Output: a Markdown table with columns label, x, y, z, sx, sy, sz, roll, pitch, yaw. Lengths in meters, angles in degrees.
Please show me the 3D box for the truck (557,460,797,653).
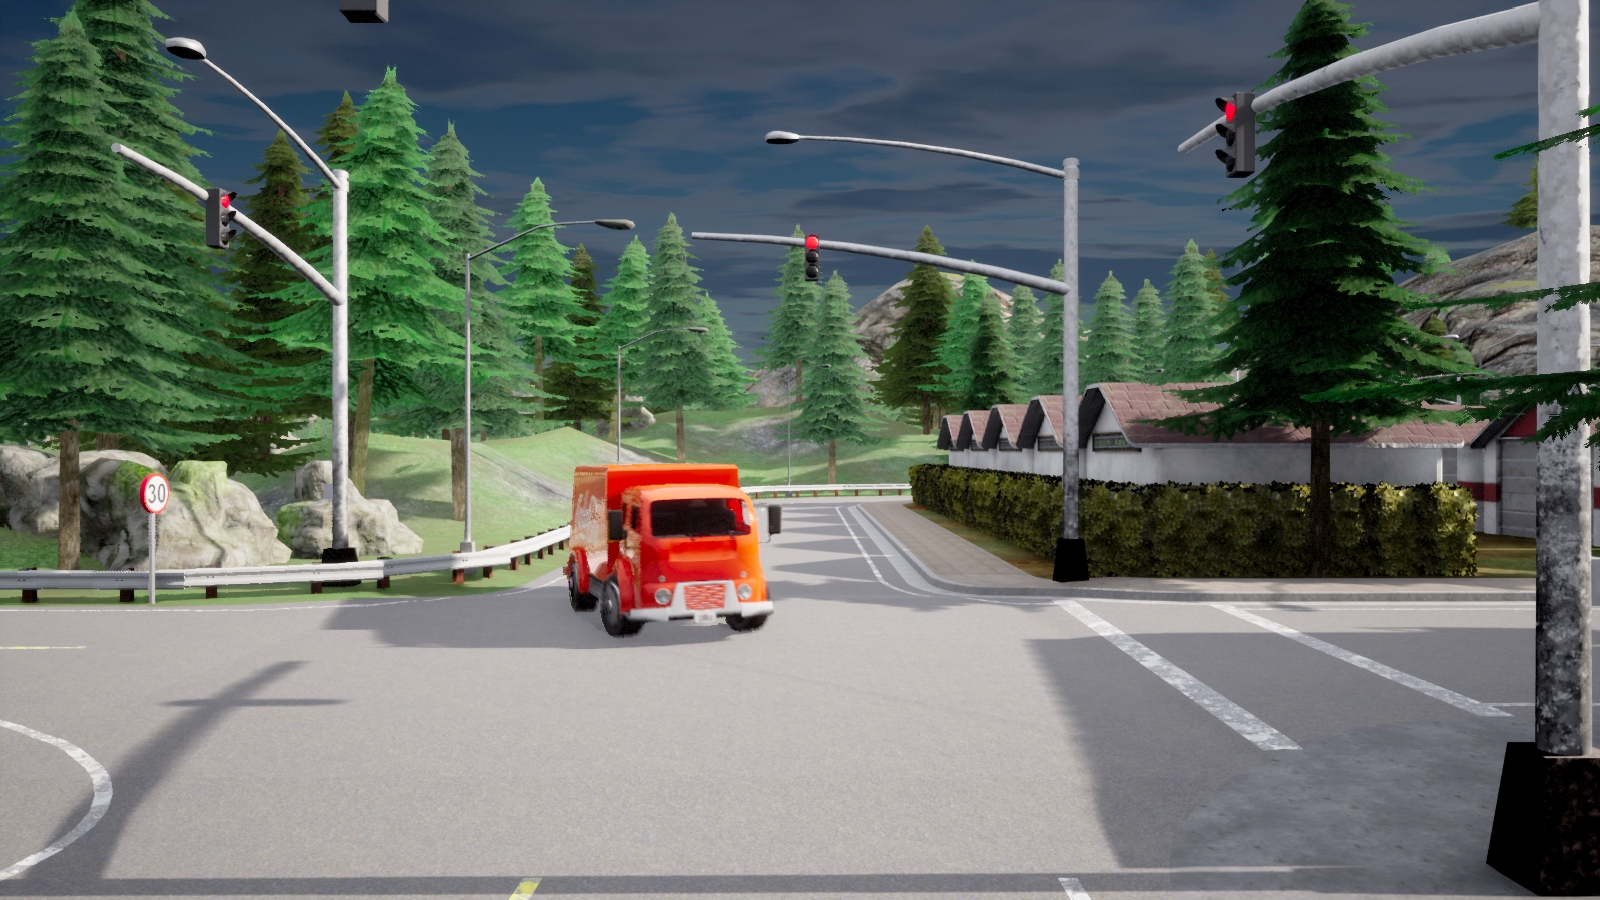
| label | x | y | z | sx | sy | sz | roll | pitch | yaw |
| --- | --- | --- | --- | --- | --- | --- | --- | --- | --- |
| truck | -2.156 | 1.442 | 18.107 | 2.627 | 2.467 | 5.204 | -1 | 0 | -19 |
